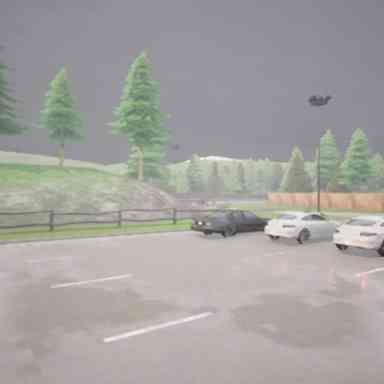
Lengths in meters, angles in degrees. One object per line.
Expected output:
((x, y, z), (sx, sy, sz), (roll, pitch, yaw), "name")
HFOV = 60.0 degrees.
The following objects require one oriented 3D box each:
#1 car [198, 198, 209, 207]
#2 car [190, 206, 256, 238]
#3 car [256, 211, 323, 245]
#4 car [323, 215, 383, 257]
((1.984, 1.845, 59.052), (2.033, 1.411, 5.357), (0, 0, 1), "car")
((2.462, 1.684, 18.553), (5.357, 1.411, 2.033), (1, 0, -36), "car")
((5.622, 1.677, 16.501), (4.674, 1.442, 1.812), (0, 0, -35), "car")
((7.666, 1.677, 13.660), (4.674, 1.442, 1.812), (0, 0, -35), "car")
